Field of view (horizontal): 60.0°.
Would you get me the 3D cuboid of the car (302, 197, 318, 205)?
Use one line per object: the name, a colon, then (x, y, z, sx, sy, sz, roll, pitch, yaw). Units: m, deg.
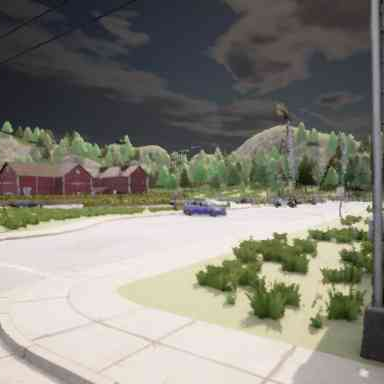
car: (22.448, 1.697, 65.299, 4.193, 1.474, 1.816, -1, 0, 35)

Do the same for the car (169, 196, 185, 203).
car: (-1.520, 1.624, 53.180, 4.605, 1.855, 1.932, -1, 0, 35)

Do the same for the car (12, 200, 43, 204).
car: (-27.292, 2.039, 55.306, 1.837, 1.490, 4.892, -2, -1, 44)

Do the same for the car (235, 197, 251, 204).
car: (11.225, 1.838, 71.699, 3.905, 1.438, 1.784, -1, 0, 35)

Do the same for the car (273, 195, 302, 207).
car: (15.181, 1.498, 53.929, 3.866, 1.878, 1.905, -1, 0, 35)

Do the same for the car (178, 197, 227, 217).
car: (1.303, 1.663, 34.097, 4.611, 1.667, 2.242, -1, 0, 35)
